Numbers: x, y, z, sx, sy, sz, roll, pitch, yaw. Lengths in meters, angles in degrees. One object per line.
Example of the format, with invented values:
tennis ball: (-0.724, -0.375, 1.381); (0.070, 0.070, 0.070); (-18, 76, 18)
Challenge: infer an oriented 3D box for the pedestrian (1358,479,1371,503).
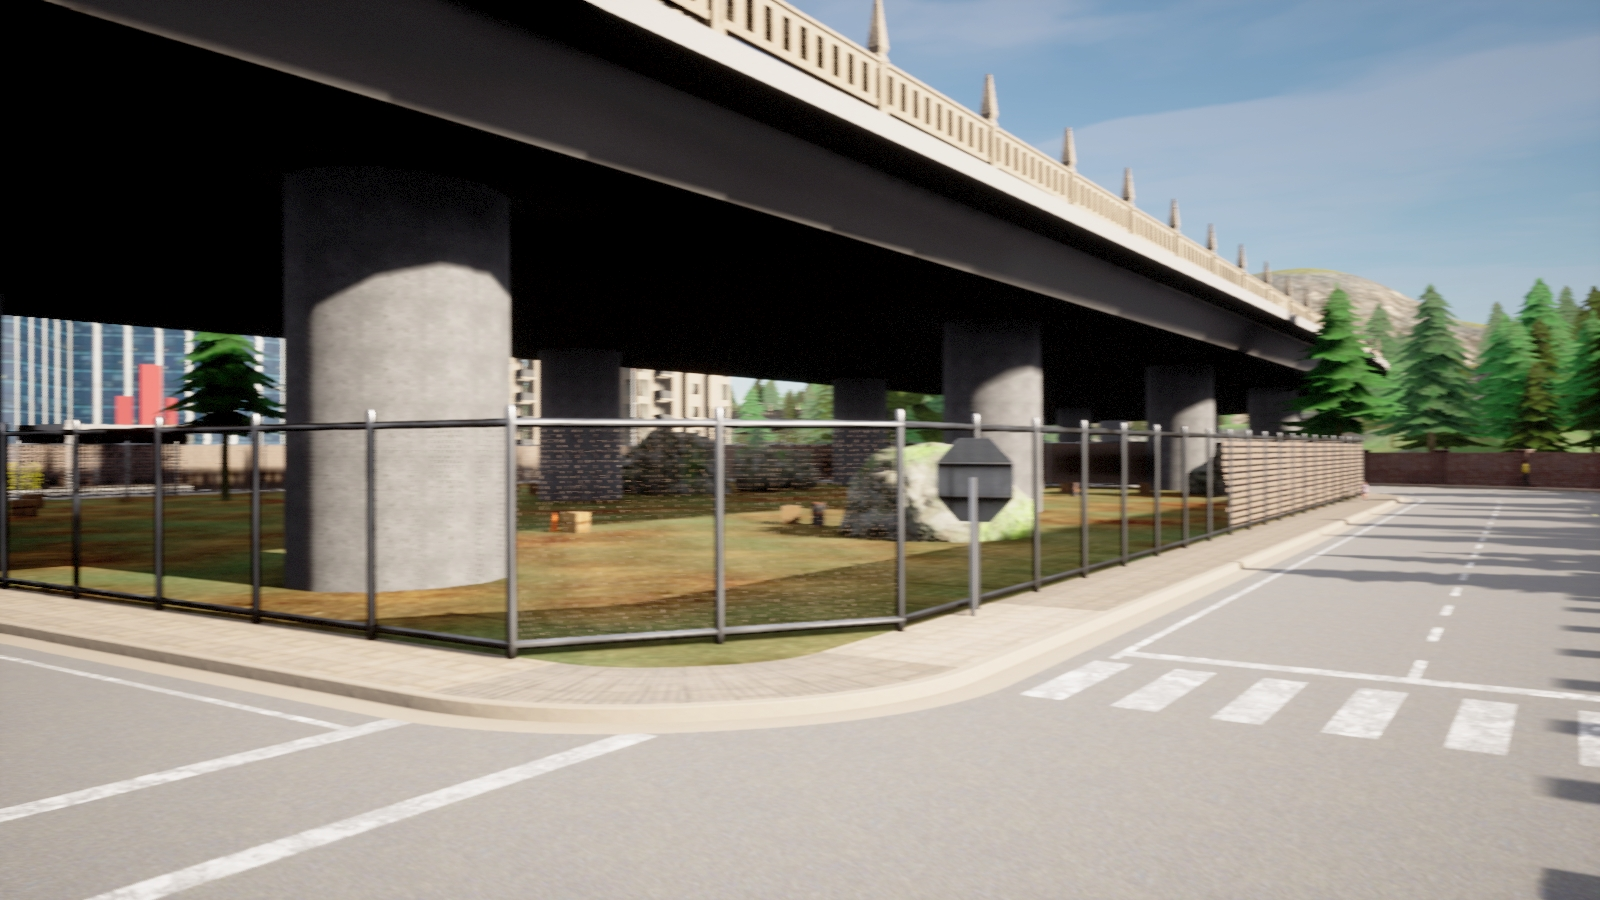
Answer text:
pedestrian: (27.258, 1.979, 55.142); (0.500, 1.100, 0.500); (0, 0, 32)
